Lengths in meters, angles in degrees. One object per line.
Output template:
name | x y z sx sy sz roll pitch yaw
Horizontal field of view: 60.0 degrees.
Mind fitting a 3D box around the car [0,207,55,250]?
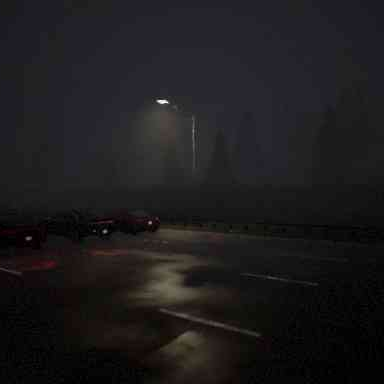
car | -8.156 1.615 13.984 5.008 1.535 1.882 0 0 36

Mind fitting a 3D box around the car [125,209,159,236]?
car | -3.938 1.699 19.571 4.181 1.385 1.994 -1 0 36

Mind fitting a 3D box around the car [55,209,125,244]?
car | -5.976 1.628 16.726 4.902 1.511 2.128 -1 0 36

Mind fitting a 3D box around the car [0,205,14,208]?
car | -16.169 1.841 28.287 4.181 1.385 1.994 -1 0 36
